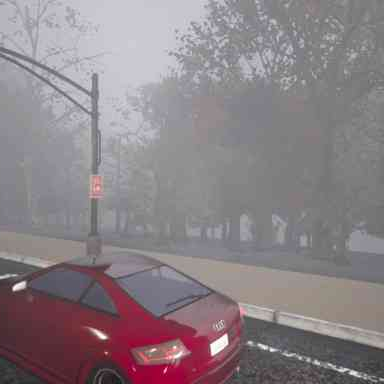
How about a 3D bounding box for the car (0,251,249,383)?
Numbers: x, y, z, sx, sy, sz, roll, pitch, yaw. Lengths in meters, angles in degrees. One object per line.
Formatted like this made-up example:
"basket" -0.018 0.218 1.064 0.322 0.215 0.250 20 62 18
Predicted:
"car" -1.347 1.563 4.641 4.181 1.385 1.994 0 0 35
